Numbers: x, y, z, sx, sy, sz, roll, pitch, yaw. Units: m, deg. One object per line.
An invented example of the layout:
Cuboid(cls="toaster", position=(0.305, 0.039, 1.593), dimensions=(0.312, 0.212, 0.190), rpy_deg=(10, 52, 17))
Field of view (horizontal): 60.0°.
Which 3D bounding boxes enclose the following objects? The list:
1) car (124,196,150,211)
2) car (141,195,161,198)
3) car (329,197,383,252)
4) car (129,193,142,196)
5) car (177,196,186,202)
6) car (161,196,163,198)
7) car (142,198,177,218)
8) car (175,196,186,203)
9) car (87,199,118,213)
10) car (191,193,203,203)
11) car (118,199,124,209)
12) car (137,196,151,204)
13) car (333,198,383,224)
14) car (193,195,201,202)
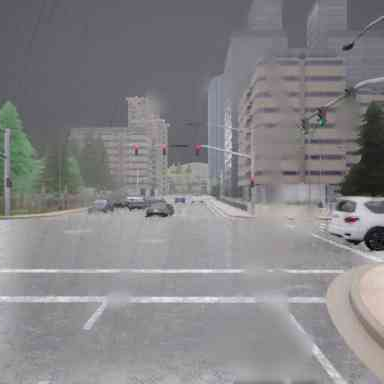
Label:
Cuboid(cls="car", position=(-6.325, 1.547, 40.291), dimensions=(2.033, 1.411, 5.357), rpy_deg=(0, 0, 1))
Cuboid(cls="car", position=(-6.230, 1.564, 49.497), dimensions=(1.994, 1.385, 4.181), rpy_deg=(0, 0, 0))
Cuboid(cls="car", position=(8.491, 1.221, 13.425), dimensions=(5.566, 2.045, 2.150), rpy_deg=(0, 0, 1))
Cuboid(cls="car", position=(-9.654, 1.221, 56.090), dimensions=(2.150, 2.045, 5.566), rpy_deg=(0, 0, 1))
Cuboid(cls="car", position=(-2.367, 1.593, 76.683), dimensions=(1.895, 1.301, 4.718), rpy_deg=(0, 0, 1))
Cuboid(cls="car", position=(-6.104, 1.477, 59.955), dimensions=(1.882, 1.535, 5.008), rpy_deg=(0, 0, 0))
Cuboid(cls="car", position=(-2.894, 1.564, 30.394), dimensions=(1.994, 1.385, 4.181), rpy_deg=(0, 0, 6))
Cuboid(cls="car", position=(-2.459, 1.477, 67.284), dimensions=(1.882, 1.535, 5.008), rpy_deg=(0, 0, 1))
Cuboid(cls="car", position=(-9.846, 1.526, 36.413), dimensions=(1.812, 1.442, 4.674), rpy_deg=(0, 0, 1))
Cuboid(cls="car", position=(1.038, 1.221, 66.933), dimensions=(2.150, 2.045, 5.566), rpy_deg=(0, 0, 1))
Cuboid(cls="car", position=(-9.772, 1.601, 45.513), dimensions=(1.895, 1.301, 4.718), rpy_deg=(0, 0, 1))
Cuboid(cls="car", position=(-9.499, 1.491, 66.363), dimensions=(2.128, 1.511, 4.902), rpy_deg=(0, 0, 1))
Cuboid(cls="car", position=(12.948, 1.352, 24.084), dimensions=(4.553, 1.767, 2.097), rpy_deg=(0, 0, 1))
Cuboid(cls="car", position=(1.133, 1.521, 76.618), dimensions=(1.812, 1.442, 4.674), rpy_deg=(0, 0, 1))
